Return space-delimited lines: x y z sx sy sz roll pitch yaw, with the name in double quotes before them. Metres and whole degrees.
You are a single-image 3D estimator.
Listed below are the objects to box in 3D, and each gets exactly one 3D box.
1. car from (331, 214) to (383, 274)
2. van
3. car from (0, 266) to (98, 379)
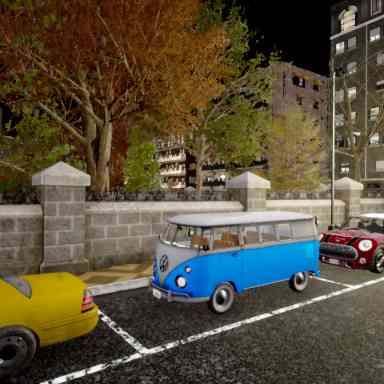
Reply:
"car" 5.643 1.442 10.563 4.097 1.590 1.967 0 1 -35
"van" 1.072 1.342 7.305 3.998 1.788 1.690 0 1 -35
"car" -3.641 1.525 3.952 4.829 1.417 1.752 0 1 -35
